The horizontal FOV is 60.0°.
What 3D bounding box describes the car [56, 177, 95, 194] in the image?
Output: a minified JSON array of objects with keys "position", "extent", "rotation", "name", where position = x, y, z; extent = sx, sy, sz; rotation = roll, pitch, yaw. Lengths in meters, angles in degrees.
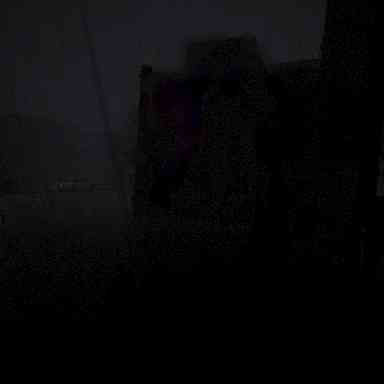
[{"position":[-15.143,-0.931,43.541],"extent":[2.150,2.045,5.566],"rotation":[5,4,21],"name":"car"}]
